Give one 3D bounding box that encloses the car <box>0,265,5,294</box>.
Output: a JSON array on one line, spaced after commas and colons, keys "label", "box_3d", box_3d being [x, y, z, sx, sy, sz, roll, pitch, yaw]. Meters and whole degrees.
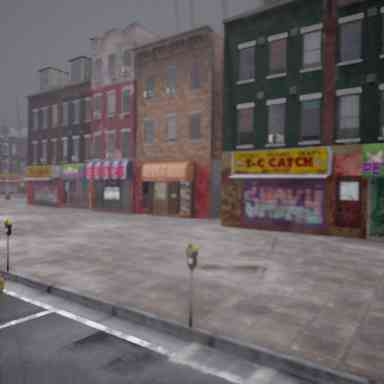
[{"label": "car", "box_3d": [-5.666, 1.376, 6.776, 4.829, 1.417, 1.752, 1, 1, 35]}]
